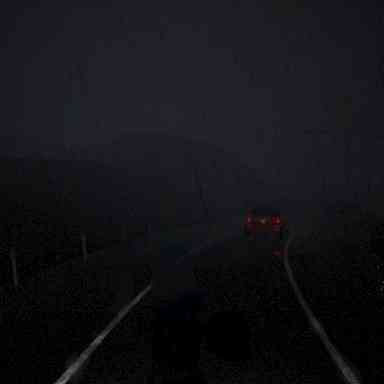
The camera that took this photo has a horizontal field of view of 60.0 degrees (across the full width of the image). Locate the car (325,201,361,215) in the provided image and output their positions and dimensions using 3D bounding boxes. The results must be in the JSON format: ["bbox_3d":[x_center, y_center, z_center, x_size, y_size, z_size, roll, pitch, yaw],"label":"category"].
[{"bbox_3d":[16.652,1.677,36.675,5.357,1.411,2.033,-2,4,-41],"label":"car"}]

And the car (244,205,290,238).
[{"bbox_3d":[4.576,1.607,19.767,2.097,1.767,4.553,2,0,22],"label":"car"}]
